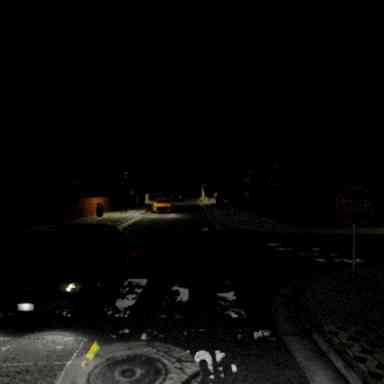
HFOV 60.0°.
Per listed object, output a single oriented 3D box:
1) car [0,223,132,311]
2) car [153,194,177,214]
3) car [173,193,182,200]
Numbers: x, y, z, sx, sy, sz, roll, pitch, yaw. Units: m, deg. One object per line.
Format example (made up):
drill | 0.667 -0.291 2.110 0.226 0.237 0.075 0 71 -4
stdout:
car | -2.751 1.499 8.164 2.033 1.411 5.357 0 0 0
car | -2.778 1.326 33.343 1.882 1.535 5.008 0 0 0
car | -2.803 0.919 59.643 2.097 1.767 4.553 0 0 0
